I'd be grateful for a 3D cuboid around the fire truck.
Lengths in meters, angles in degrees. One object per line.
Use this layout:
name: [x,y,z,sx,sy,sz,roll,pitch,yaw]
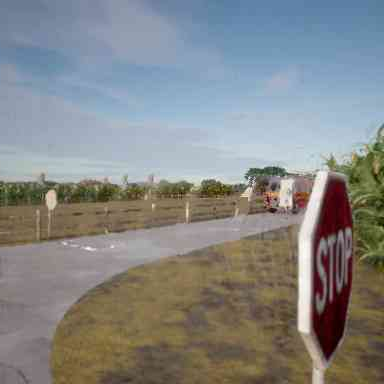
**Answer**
fire truck: [10.923,0.207,36.041,2.891,3.827,8.468,1,1,36]
